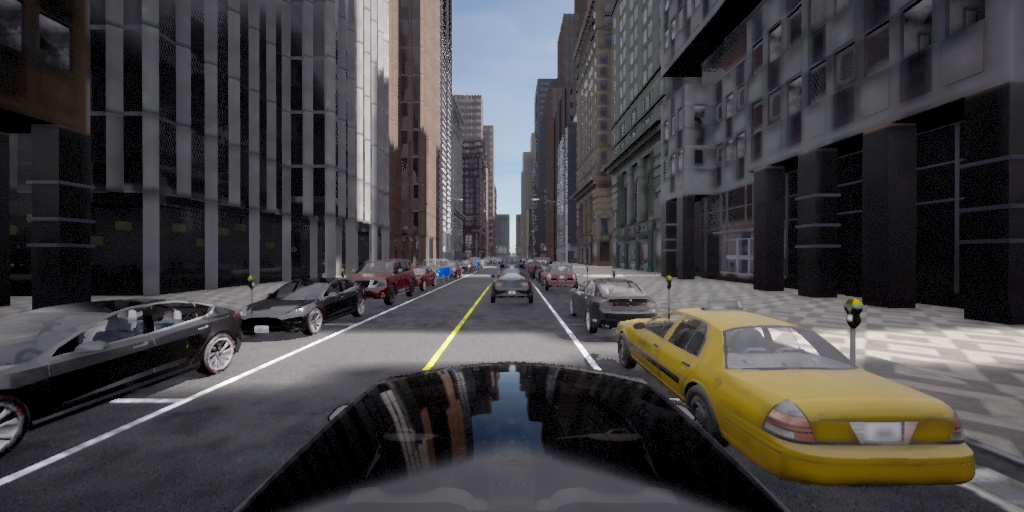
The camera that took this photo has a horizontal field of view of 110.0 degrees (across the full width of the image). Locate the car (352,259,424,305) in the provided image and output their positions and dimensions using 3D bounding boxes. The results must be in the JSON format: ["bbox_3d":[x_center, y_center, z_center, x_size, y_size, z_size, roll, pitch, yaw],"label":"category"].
[{"bbox_3d":[-5.763,1.061,16.068,2.192,1.841,5.009,0,0,0],"label":"car"}]

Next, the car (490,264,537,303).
[{"bbox_3d":[0.000,1.281,16.501,1.812,1.442,4.674,0,0,0],"label":"car"}]

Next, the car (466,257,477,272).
[{"bbox_3d":[-5.763,1.186,44.253,1.967,1.591,4.097,0,0,0],"label":"car"}]

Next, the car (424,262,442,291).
[{"bbox_3d":[-5.763,1.292,21.706,1.888,1.381,4.507,0,0,0],"label":"car"}]

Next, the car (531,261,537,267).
[{"bbox_3d":[2.762,1.312,27.352,1.948,1.339,4.313,0,0,0],"label":"car"}]

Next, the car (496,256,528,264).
[{"bbox_3d":[0.000,1.005,31.530,2.150,2.045,5.566,0,0,0],"label":"car"}]

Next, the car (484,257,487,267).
[{"bbox_3d":[-5.763,1.273,60.992,1.751,1.417,4.829,0,0,0],"label":"car"}]

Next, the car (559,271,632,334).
[{"bbox_3d":[2.762,1.298,10.443,2.007,1.370,4.403,0,0,0],"label":"car"}]

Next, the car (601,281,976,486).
[{"bbox_3d":[2.762,1.273,4.977,1.751,1.417,4.829,0,0,0],"label":"car"}]

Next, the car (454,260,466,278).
[{"bbox_3d":[-5.763,1.186,32.979,1.967,1.591,4.097,0,0,0],"label":"car"}]

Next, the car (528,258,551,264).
[{"bbox_3d":[2.762,1.061,32.988,2.192,1.841,5.009,0,0,0],"label":"car"}]

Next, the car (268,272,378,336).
[{"bbox_3d":[-5.763,1.313,10.432,1.948,1.339,4.313,0,0,0],"label":"car"}]

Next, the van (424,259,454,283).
[{"bbox_3d":[-5.763,1.087,27.342,1.690,1.789,3.998,0,0,0],"label":"van"}]

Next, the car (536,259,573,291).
[{"bbox_3d":[2.762,1.187,21.715,1.967,1.591,4.097,0,0,0],"label":"car"}]

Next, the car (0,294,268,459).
[{"bbox_3d":[-5.763,1.313,4.795,1.948,1.339,4.313,0,0,0],"label":"car"}]

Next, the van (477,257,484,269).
[{"bbox_3d":[-5.763,1.087,55.526,1.690,1.789,3.998,0,0,0],"label":"van"}]
